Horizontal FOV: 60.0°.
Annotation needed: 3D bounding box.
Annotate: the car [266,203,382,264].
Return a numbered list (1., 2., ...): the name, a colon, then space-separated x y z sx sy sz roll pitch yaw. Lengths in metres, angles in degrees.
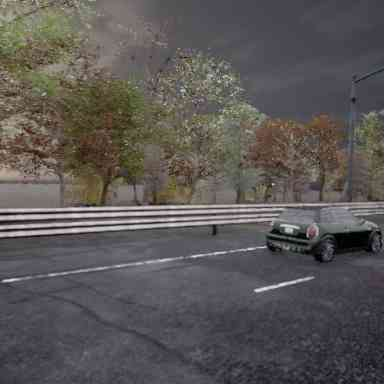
1. car: 4.756 1.249 11.692 4.553 1.767 2.097 1 1 -36
